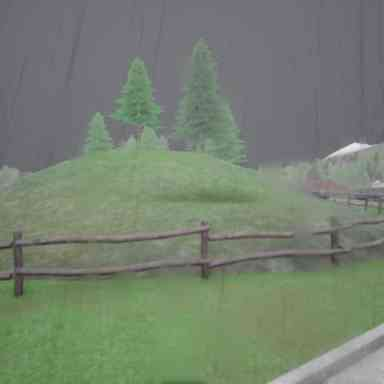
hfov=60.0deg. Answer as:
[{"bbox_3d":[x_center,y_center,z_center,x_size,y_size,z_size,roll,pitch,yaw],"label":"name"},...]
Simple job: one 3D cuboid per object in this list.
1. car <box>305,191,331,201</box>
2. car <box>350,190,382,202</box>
[{"bbox_3d":[20.046,0.665,53.075,1.837,1.490,4.892,-1,-1,-15],"label":"car"},{"bbox_3d":[24.984,0.475,47.945,2.097,1.767,4.553,-1,1,-14],"label":"car"}]
